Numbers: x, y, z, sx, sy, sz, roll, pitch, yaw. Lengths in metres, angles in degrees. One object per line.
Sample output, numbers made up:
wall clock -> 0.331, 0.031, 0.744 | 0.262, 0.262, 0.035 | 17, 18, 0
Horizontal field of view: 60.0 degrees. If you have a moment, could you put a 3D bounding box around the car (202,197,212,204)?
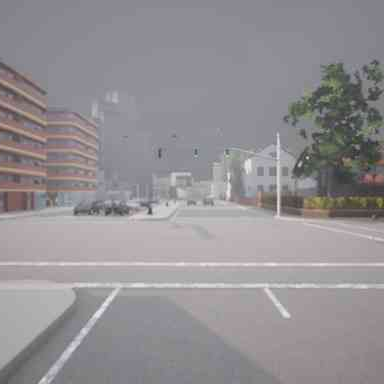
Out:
car -> 3.455, 2.042, 78.096 | 2.128, 1.511, 4.902 | 0, 0, 0

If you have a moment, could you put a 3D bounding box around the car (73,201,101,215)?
car -> -11.613, 1.766, 36.992 | 1.837, 1.490, 4.892 | 0, 0, 0

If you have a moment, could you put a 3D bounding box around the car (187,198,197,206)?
car -> -0.039, 2.005, 68.094 | 1.812, 1.442, 4.674 | 0, 0, 0

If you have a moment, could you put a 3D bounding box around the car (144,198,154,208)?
car -> -8.114, 1.873, 56.165 | 1.882, 1.535, 5.008 | 0, -1, 0

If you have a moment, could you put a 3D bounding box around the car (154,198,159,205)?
car -> -8.040, 1.977, 70.237 | 1.994, 1.385, 4.181 | 0, 0, 0

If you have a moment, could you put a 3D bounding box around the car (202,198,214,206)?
car -> 3.461, 2.024, 67.679 | 2.033, 1.411, 5.357 | 0, 0, 0

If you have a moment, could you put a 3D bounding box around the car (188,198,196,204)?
car -> -0.045, 2.041, 78.094 | 1.812, 1.442, 4.674 | 0, 0, 0

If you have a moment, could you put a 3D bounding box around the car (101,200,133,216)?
car -> -8.110, 1.857, 36.313 | 1.895, 1.301, 4.718 | 0, 0, 1

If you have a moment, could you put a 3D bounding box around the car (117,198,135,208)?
car -> -11.599, 1.905, 58.685 | 2.128, 1.511, 4.902 | 0, 0, 0

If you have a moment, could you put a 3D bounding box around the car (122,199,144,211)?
car -> -8.116, 1.844, 45.203 | 1.812, 1.442, 4.674 | 0, 0, 0
